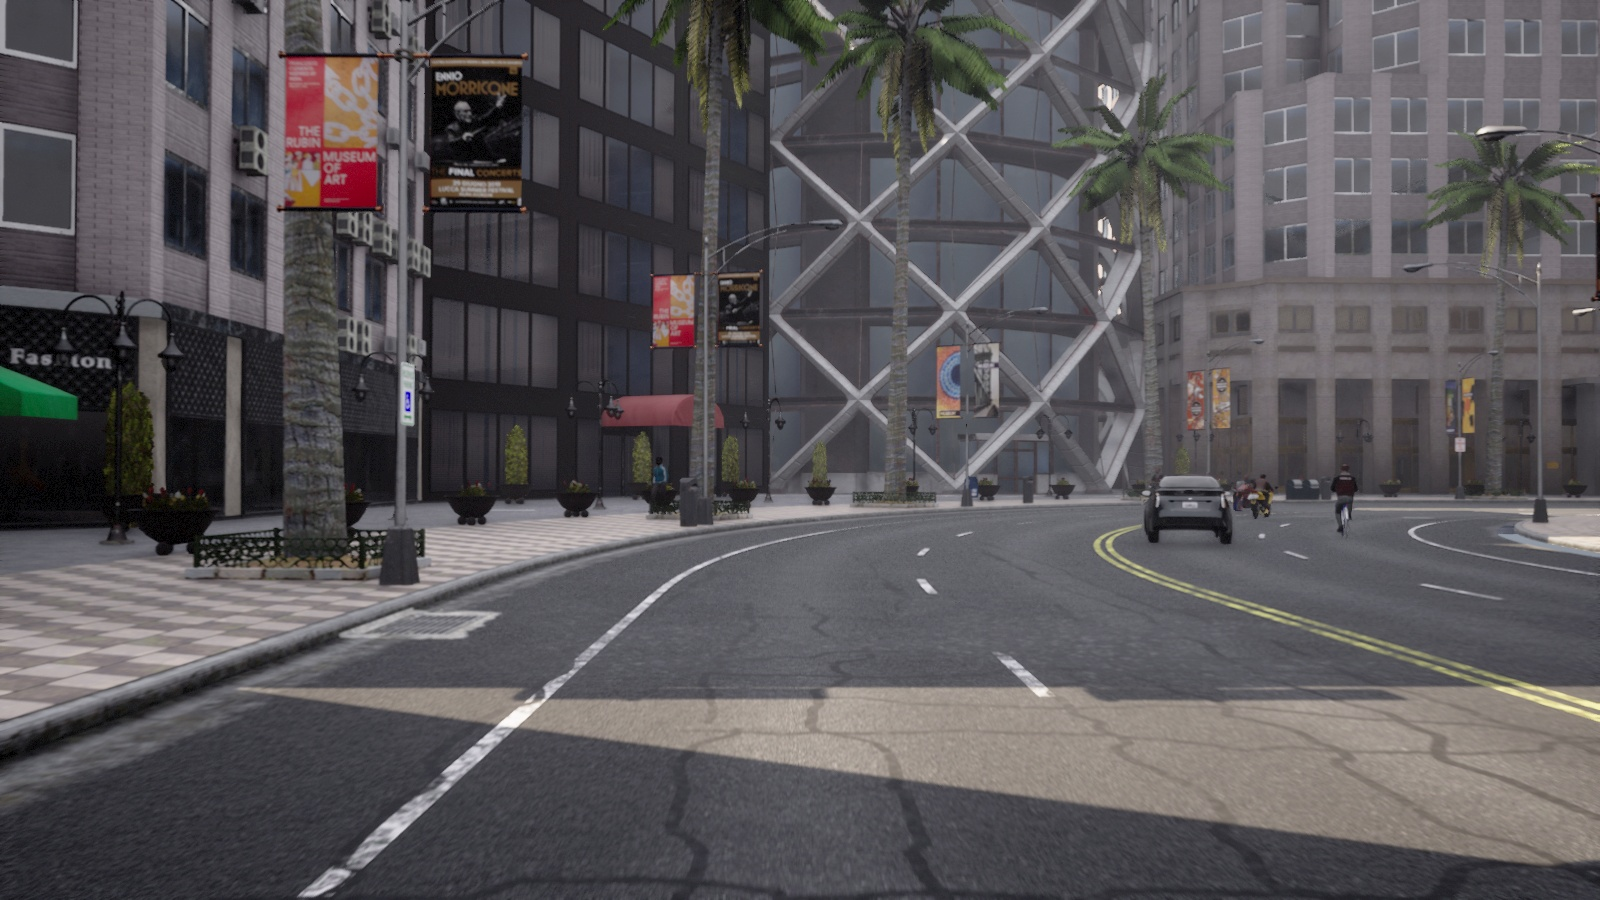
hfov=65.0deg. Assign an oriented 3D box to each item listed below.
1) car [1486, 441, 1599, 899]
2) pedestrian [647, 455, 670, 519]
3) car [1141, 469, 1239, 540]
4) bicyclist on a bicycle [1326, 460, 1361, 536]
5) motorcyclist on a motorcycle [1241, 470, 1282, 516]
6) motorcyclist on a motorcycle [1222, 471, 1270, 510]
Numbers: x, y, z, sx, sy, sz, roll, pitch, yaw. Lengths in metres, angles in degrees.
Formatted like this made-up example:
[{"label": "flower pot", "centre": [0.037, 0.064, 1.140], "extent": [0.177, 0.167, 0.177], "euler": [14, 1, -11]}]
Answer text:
[{"label": "car", "centre": [3.494, 0.764, 2.084], "extent": [2.033, 1.649, 4.856], "euler": [0, -1, 0]}, {"label": "pedestrian", "centre": [-4.304, 1.116, 38.280], "extent": [0.396, 1.930, 0.692], "euler": [-1, -1, 24]}, {"label": "car", "centre": [8.988, 1.204, 29.199], "extent": [2.007, 1.525, 4.514], "euler": [-1, -1, 15]}, {"label": "bicyclist on a bicycle", "centre": [13.059, 1.128, 30.210], "extent": [0.659, 1.776, 1.843], "euler": [0, -1, 20]}, {"label": "motorcyclist on a motorcycle", "centre": [15.558, 1.429, 42.307], "extent": [0.797, 1.523, 2.044], "euler": [0, -1, 36]}, {"label": "motorcyclist on a motorcycle", "centre": [17.813, 1.601, 50.106], "extent": [2.191, 1.530, 0.866], "euler": [1, -1, -42]}]
